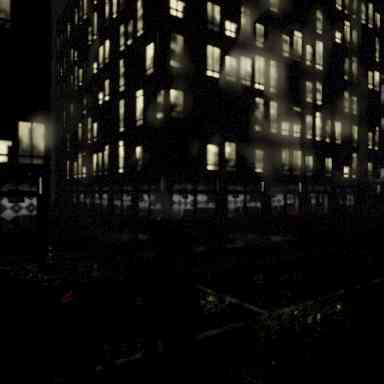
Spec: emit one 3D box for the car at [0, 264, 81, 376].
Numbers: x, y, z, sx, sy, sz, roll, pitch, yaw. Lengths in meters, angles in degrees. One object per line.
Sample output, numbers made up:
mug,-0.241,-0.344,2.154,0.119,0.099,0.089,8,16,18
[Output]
car,-3.545,1.582,4.026,4.206,1.307,1.802,0,0,-35
